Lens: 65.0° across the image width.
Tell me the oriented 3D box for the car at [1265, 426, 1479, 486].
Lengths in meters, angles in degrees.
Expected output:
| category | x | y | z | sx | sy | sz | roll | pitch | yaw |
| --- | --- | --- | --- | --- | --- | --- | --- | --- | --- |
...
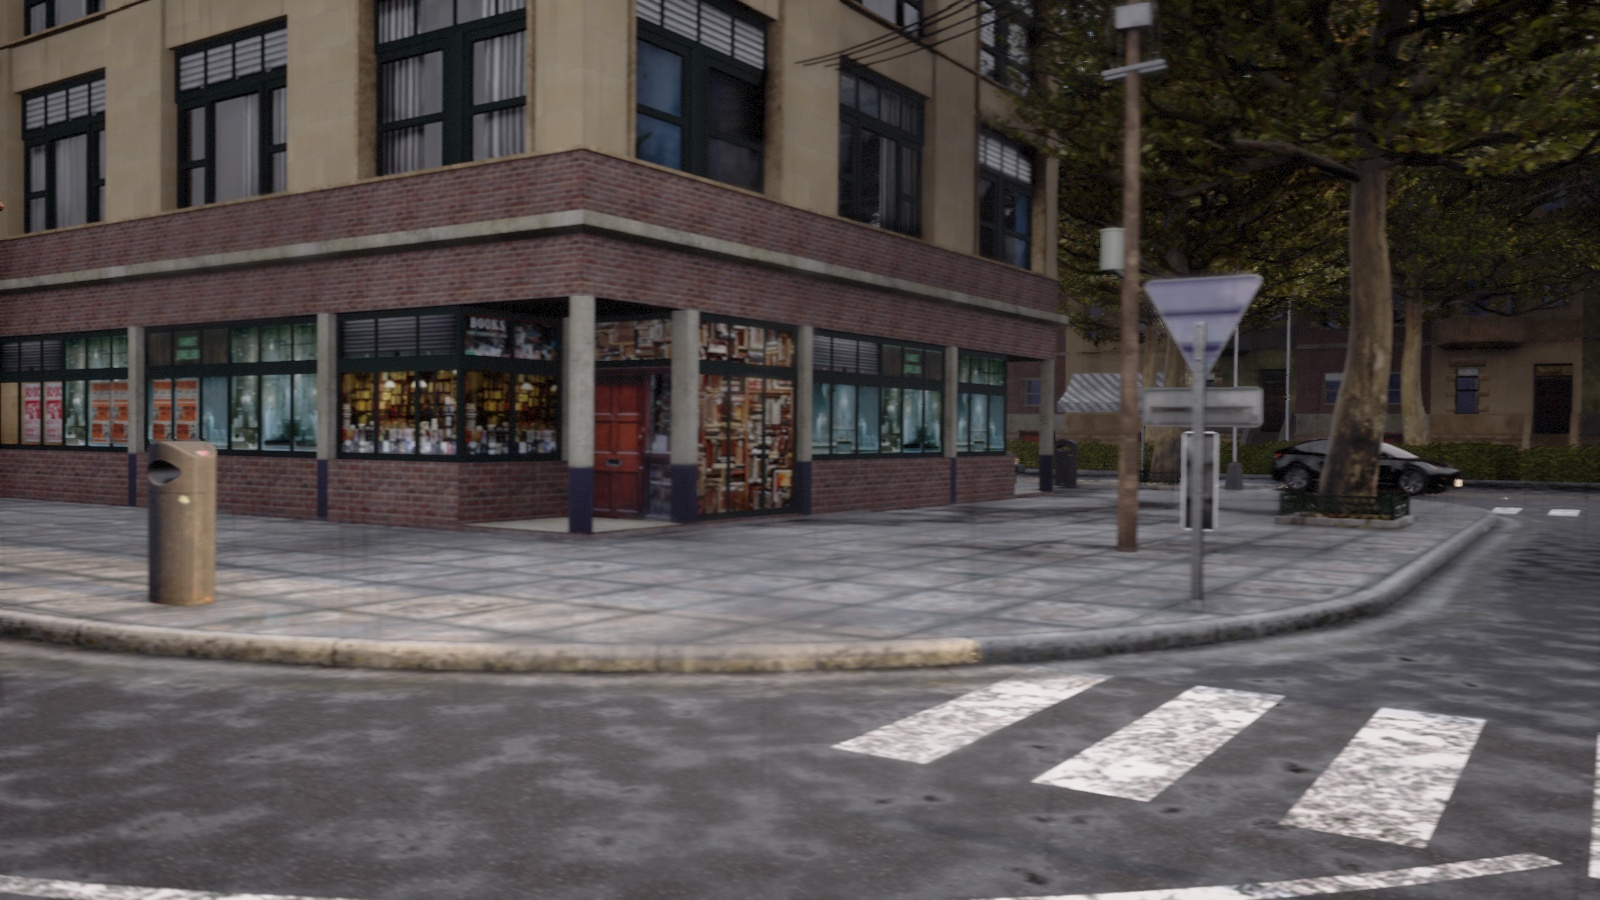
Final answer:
| category | x | y | z | sx | sy | sz | roll | pitch | yaw |
| --- | --- | --- | --- | --- | --- | --- | --- | --- | --- |
| car | 15.409 | 0.126 | 34.000 | 4.792 | 1.488 | 2.163 | 0 | 1 | 45 |
